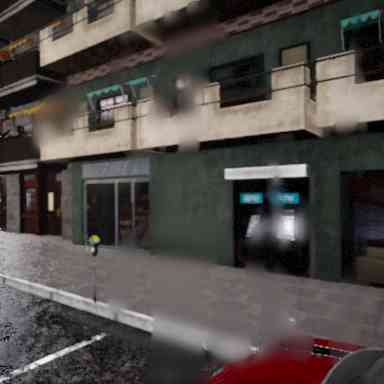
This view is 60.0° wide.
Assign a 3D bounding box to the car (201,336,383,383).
[{"bbox_3d":[1.679,1.438,1.531,4.097,1.590,1.967,0,-1,36],"label":"car"}]
